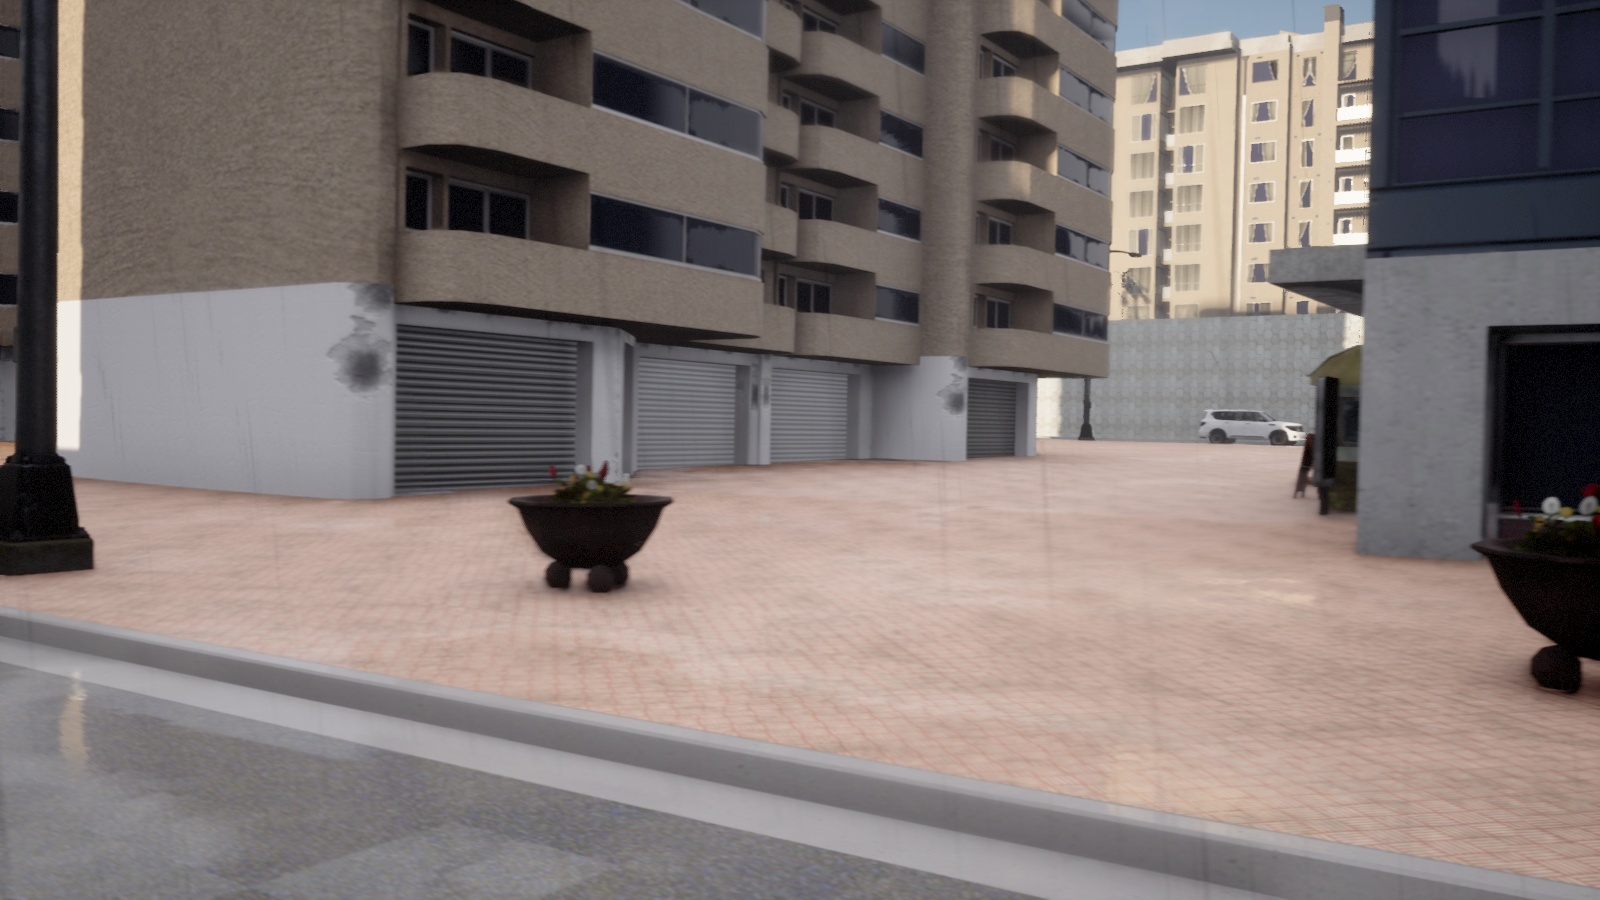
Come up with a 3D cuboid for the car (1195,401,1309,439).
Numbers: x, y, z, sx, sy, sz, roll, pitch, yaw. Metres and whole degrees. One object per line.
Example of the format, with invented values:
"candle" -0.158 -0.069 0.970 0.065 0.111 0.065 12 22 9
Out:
"car" 25.083 -1.684 69.721 5.566 2.045 2.150 1 2 35
